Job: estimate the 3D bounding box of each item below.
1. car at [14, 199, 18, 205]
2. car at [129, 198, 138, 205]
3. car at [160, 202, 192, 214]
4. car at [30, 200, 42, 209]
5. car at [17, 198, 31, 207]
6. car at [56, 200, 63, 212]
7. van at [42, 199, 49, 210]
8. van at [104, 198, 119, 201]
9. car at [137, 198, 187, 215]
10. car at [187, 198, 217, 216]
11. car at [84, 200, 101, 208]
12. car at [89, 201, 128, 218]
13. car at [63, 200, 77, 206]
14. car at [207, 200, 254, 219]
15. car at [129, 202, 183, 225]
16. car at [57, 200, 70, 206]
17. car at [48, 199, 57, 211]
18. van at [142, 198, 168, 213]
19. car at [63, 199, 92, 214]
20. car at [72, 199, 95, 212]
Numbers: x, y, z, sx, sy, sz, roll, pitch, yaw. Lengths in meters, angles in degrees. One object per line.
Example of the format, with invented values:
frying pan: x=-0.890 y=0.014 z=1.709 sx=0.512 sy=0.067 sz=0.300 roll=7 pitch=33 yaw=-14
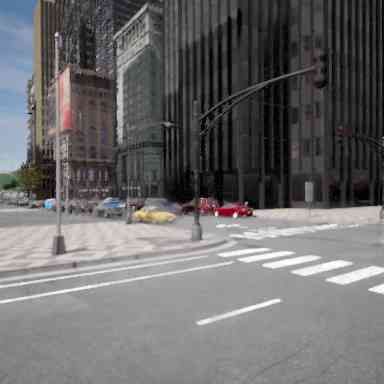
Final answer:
car: x=-41.083 y=2.715 z=80.411 sx=1.802 sy=1.307 sz=4.206 roll=-1 pitch=0 yaw=-35
car: x=-7.888 y=1.781 z=48.396 sx=2.192 sy=1.841 sz=5.009 roll=-2 pitch=0 yaw=-35
car: x=-2.003 y=1.910 z=40.092 sx=1.802 sy=1.307 sz=4.206 roll=-2 pitch=0 yaw=-35
car: x=-28.638 y=2.298 z=62.868 sx=1.967 sy=1.590 sz=4.097 roll=-2 pitch=0 yaw=-35
car: x=-37.972 y=2.611 z=76.026 sx=1.887 sy=1.381 sz=4.507 roll=-1 pitch=0 yaw=-35
car: x=-17.223 y=2.139 z=46.785 sx=1.887 sy=1.381 sz=4.507 roll=-2 pitch=0 yaw=-35
van: x=-22.883 y=2.067 z=54.753 sx=1.690 sy=1.788 sz=3.998 roll=-2 pitch=0 yaw=-35
van: x=-13.766 y=1.943 z=56.700 sx=1.690 sy=1.788 sz=3.998 roll=-2 pitch=0 yaw=-35
car: x=-2.901 y=1.638 z=31.222 sx=2.097 sy=1.767 sz=4.553 roll=-1 pitch=0 yaw=-35
car: x=0.929 y=1.574 z=35.940 sx=2.192 sy=1.841 sz=5.009 roll=-2 pitch=0 yaw=-35
car: x=-19.382 y=2.313 z=64.559 sx=1.802 sy=1.307 sz=4.206 roll=-2 pitch=0 yaw=-35
car: x=-8.740 y=1.947 z=34.831 sx=2.008 sy=1.369 sz=4.403 roll=-2 pitch=0 yaw=-35
car: x=-28.413 y=2.501 z=77.287 sx=1.947 sy=1.339 sz=4.313 roll=-2 pitch=0 yaw=-35
car: x=3.874 y=1.734 z=31.788 sx=1.887 sy=1.381 sz=4.507 roll=-2 pitch=0 yaw=-35
car: x=-2.988 y=1.786 z=26.723 sx=1.752 sy=1.417 sz=4.829 roll=-2 pitch=0 yaw=-35
car: x=-31.424 y=2.567 z=81.530 sx=1.947 sy=1.339 sz=4.313 roll=-2 pitch=0 yaw=-35
car: x=-20.053 y=2.100 z=50.769 sx=1.967 sy=1.590 sz=4.097 roll=-2 pitch=0 yaw=-35
van: x=-4.949 y=1.738 z=44.244 sx=1.690 sy=1.788 sz=3.998 roll=-2 pitch=0 yaw=-35
car: x=-14.401 y=1.844 z=42.799 sx=2.192 sy=1.841 sz=5.009 roll=-2 pitch=0 yaw=-35
car: x=-16.437 y=1.956 z=50.392 sx=2.097 sy=1.767 sz=4.553 roll=-1 pitch=0 yaw=-35
